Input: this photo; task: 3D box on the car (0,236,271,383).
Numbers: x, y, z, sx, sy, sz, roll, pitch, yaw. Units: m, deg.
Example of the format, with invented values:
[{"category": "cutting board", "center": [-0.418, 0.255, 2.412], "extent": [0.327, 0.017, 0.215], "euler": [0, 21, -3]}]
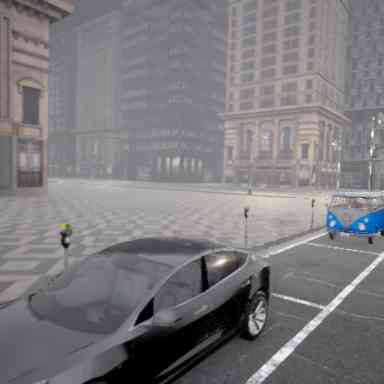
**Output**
[{"category": "car", "center": [-0.538, 1.322, 4.051], "extent": [1.947, 1.339, 4.313], "euler": [4, 4, 38]}]

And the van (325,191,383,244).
[{"category": "van", "center": [6.488, 0.872, 12.870], "extent": [1.690, 1.788, 3.998], "euler": [4, 4, 38]}]
